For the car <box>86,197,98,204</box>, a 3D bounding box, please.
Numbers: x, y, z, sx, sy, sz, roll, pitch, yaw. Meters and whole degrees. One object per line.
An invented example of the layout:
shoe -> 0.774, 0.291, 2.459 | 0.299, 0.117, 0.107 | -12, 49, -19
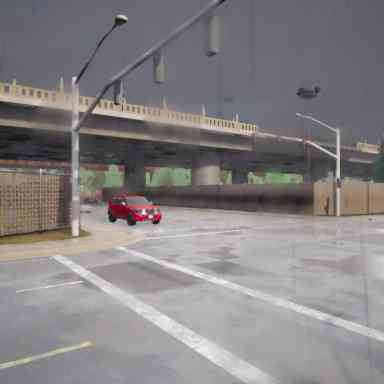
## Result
car -> -19.783, 1.618, 64.272 | 1.994, 1.385, 4.181 | 0, 0, -36

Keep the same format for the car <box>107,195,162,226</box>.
car -> -4.339, 1.275, 24.361 | 2.150, 2.045, 5.566 | 0, 0, -36

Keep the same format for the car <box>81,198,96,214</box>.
car -> -12.134, 1.656, 35.235 | 1.895, 1.301, 4.718 | 0, 0, -36
